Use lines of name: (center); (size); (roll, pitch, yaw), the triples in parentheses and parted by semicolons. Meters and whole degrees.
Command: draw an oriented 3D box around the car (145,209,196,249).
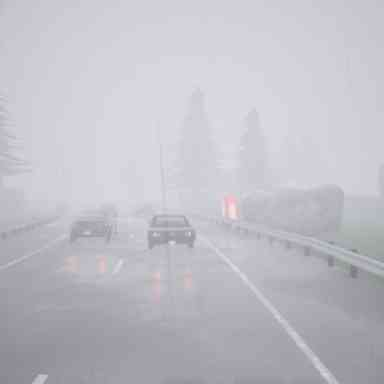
car: (-1.050, 1.660, 14.958); (1.895, 1.301, 4.718); (0, 0, -7)

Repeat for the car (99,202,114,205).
car: (-8.425, 1.674, 32.867); (1.812, 1.442, 4.674); (0, 0, -16)

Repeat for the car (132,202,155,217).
car: (-4.766, 1.663, 32.824); (1.812, 1.442, 4.674); (0, 0, -15)

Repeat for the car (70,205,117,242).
car: (-4.846, 1.603, 16.740); (1.812, 1.442, 4.674); (0, 0, -8)

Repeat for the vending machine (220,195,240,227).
vending machine: (2.610, 1.273, 22.831); (1.100, 2.100, 0.880); (0, 0, -11)
